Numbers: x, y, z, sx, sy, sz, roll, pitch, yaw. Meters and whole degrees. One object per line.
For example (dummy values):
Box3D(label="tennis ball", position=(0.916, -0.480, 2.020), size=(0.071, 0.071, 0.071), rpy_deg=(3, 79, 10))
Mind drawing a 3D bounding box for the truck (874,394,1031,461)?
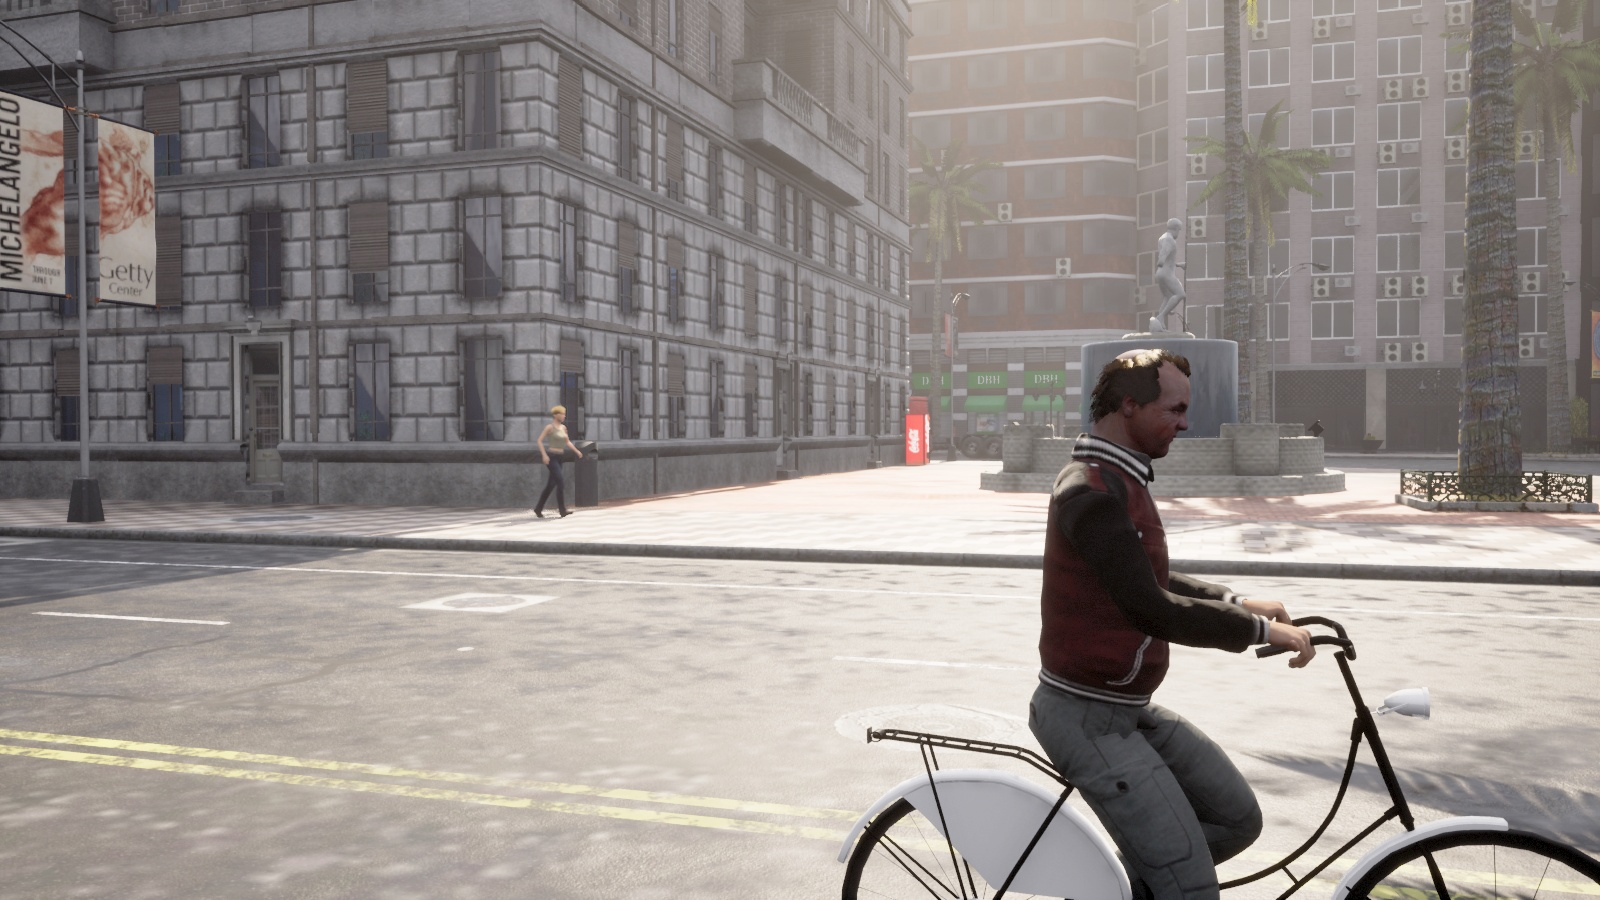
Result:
Box3D(label="truck", position=(8.262, -1.219, 68.364), size=(7.936, 3.462, 2.891), rpy_deg=(1, 1, 26))

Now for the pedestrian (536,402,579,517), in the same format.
Box3D(label="pedestrian", position=(-3.925, 0.143, 20.304), size=(0.594, 1.836, 0.345), rpy_deg=(1, 1, 24))

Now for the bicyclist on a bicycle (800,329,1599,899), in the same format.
Box3D(label="bicyclist on a bicycle", position=(0.978, 0.655, 2.875), size=(1.843, 1.776, 0.659), rpy_deg=(0, 1, 19))

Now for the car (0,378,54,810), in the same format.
Box3D(label="car", position=(-5.684, 0.582, 5.087), size=(4.553, 1.767, 2.097), rpy_deg=(1, 1, 18))
